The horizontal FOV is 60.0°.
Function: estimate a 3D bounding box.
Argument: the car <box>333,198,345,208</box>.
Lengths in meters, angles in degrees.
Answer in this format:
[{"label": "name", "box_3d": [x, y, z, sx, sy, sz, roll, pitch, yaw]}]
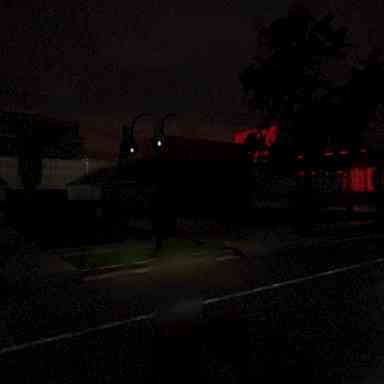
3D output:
[{"label": "car", "box_3d": [20.157, 1.477, 49.445, 1.882, 1.535, 5.008, 0, 0, -34]}]

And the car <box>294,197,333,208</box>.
[{"label": "car", "box_3d": [17.135, 1.600, 47.665, 1.895, 1.301, 4.718, 0, 0, -34]}]
